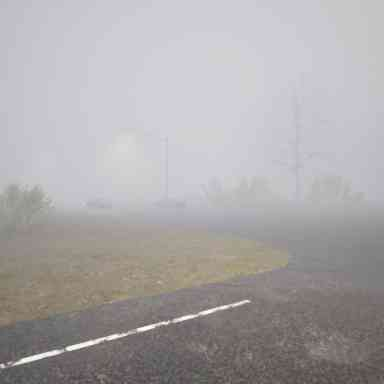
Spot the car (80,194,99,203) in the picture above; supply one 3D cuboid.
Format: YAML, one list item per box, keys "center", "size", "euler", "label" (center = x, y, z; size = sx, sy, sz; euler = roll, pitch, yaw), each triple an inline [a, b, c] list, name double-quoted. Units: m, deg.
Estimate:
- center: [-19.114, 1.207, 61.648]
  size: [1.837, 1.490, 4.892]
  euler: [0, 0, -37]
  label: "car"

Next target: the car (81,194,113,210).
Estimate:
- center: [-11.018, 1.314, 39.355]
  size: [1.882, 1.535, 5.008]
  euler: [0, 0, -37]
  label: "car"

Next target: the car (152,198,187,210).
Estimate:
- center: [-2.751, 1.388, 40.037]
  size: [2.033, 1.411, 5.357]
  euler: [0, 0, -37]
  label: "car"
